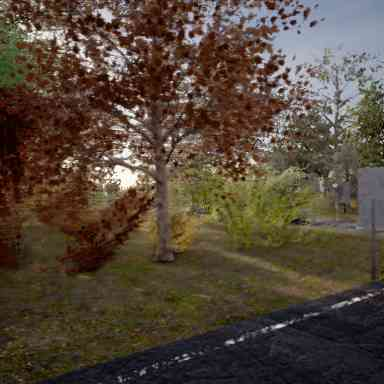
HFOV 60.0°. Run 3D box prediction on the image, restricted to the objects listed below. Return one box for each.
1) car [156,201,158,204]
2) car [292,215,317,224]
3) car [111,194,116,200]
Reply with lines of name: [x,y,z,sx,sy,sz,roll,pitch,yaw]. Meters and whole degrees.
car: [-3.891,1.324,41.128,1.994,1.385,4.181,0,1,-35]
car: [7.260,1.372,25.612,2.097,1.767,4.553,0,1,-35]
car: [-13.037,1.058,53.974,2.128,1.511,4.902,0,1,-36]
